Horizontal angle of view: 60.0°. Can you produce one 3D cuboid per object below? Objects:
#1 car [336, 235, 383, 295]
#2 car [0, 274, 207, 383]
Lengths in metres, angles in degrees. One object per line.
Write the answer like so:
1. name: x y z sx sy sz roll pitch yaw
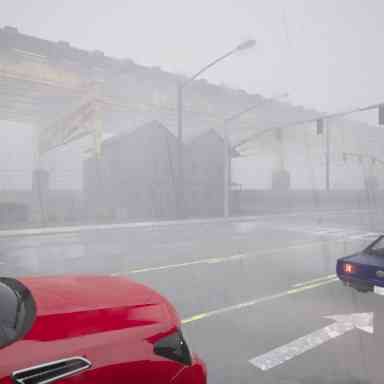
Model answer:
1. car: 5.427 1.601 7.616 4.718 1.301 1.895 0 0 -35
2. car: -2.526 1.221 1.943 5.566 2.045 2.150 0 0 -36
